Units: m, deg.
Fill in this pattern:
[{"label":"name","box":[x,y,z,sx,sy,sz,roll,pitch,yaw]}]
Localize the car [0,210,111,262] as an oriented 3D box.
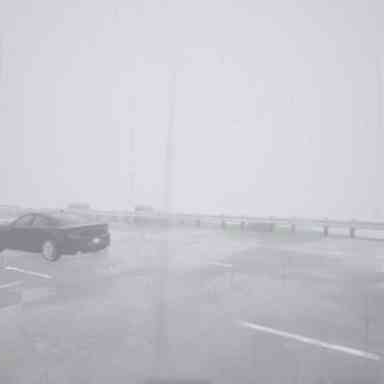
[{"label":"car","box":[-5.109,1.377,11.717,5.008,1.535,1.882,0,0,32]}]
